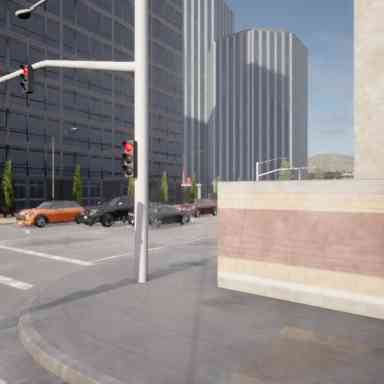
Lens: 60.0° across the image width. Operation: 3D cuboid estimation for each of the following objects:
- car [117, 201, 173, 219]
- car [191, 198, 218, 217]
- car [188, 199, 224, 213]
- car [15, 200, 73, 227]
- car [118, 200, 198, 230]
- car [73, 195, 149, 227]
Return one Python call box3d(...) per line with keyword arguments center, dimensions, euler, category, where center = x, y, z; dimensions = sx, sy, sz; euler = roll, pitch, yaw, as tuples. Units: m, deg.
box3d(center=(-4.231, 1.603, 30.910), dimensions=(2.033, 1.411, 5.357), euler=(0, 0, 36), category="car")
box3d(center=(0.528, 1.407, 31.530), dimensions=(2.097, 1.767, 4.553), euler=(0, 0, 36), category="car")
box3d(center=(1.696, 1.560, 39.139), dimensions=(1.837, 1.490, 4.892), euler=(0, 0, 36), category="car")
box3d(center=(-9.758, 1.407, 23.216), dimensions=(2.097, 1.767, 4.553), euler=(0, 0, 36), category="car")
box3d(center=(-2.035, 1.547, 21.635), dimensions=(2.128, 1.511, 4.902), euler=(0, 0, 36), category="car")
box3d(center=(-5.203, 1.277, 23.562), dimensions=(2.150, 2.045, 5.566), euler=(0, 0, 36), category="car")
